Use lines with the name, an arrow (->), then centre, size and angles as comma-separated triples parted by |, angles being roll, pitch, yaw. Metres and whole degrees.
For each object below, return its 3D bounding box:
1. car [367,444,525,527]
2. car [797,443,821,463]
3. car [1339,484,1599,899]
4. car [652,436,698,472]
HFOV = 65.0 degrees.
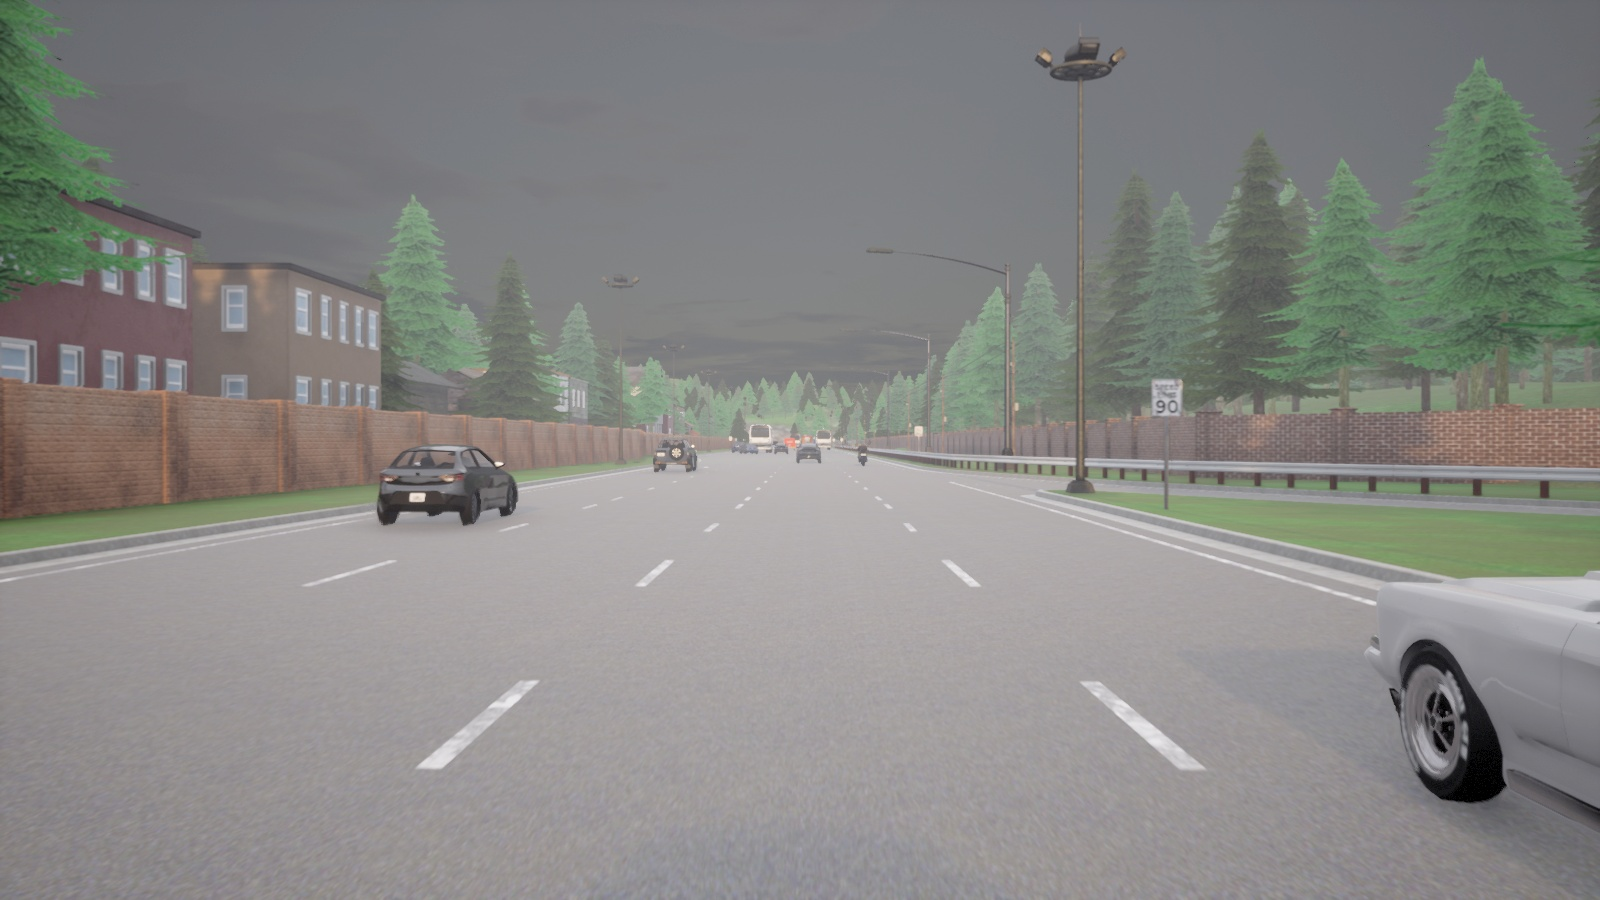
car -> -6.761, 0.616, 24.457 | 1.816, 1.474, 4.193 | 0, 0, 1
car -> 0.678, 0.210, 95.589 | 1.837, 1.490, 4.892 | 0, 1, 0
car -> 3.533, 0.829, 3.681 | 1.895, 1.301, 4.718 | 0, 0, 0
car -> -6.479, 0.186, 65.631 | 1.932, 1.855, 4.605 | 0, 0, 0
